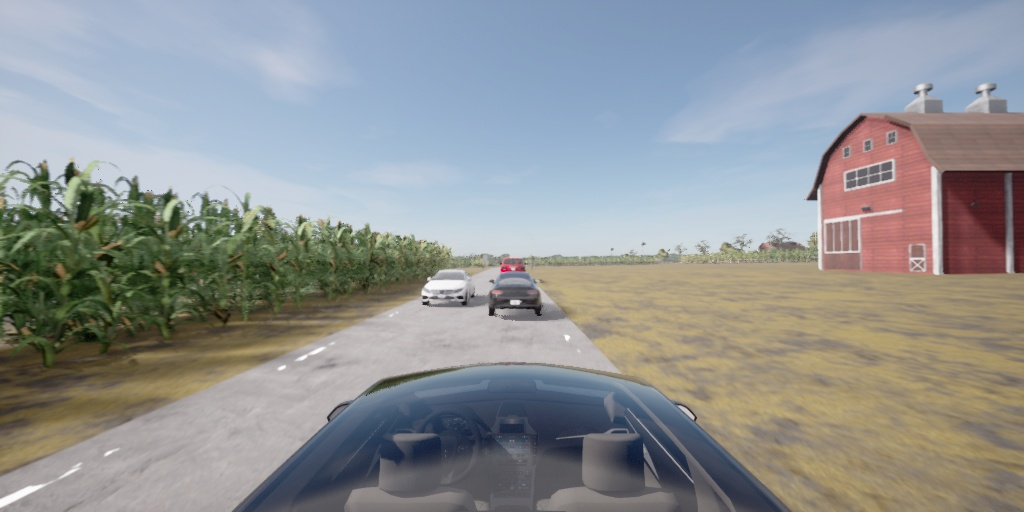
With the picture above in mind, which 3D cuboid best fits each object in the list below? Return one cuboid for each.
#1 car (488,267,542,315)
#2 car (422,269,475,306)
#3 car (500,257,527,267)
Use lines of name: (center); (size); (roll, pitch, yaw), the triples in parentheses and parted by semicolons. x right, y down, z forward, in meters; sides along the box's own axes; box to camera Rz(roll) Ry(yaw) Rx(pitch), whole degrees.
car: (0.100, 1.325, 13.703); (1.812, 1.442, 4.674); (0, 0, 0)
car: (-2.753, 1.347, 16.379); (1.812, 1.442, 4.674); (0, -1, 0)
car: (0.096, 1.153, 31.525); (2.150, 2.045, 5.566); (0, 0, 0)
